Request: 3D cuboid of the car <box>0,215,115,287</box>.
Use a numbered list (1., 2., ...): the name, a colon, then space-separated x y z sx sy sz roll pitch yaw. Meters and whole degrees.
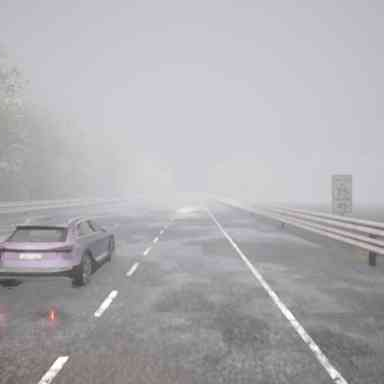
1. car: -3.496 1.440 9.314 2.033 1.649 4.856 1 0 -2
